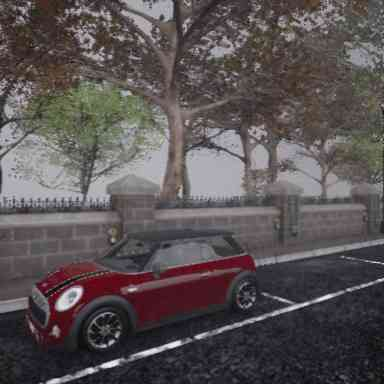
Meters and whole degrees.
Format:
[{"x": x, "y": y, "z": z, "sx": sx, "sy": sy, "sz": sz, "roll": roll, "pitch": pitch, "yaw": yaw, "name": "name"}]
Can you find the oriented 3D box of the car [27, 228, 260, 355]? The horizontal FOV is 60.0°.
[{"x": -0.720, "y": 1.449, "z": 6.045, "sx": 4.097, "sy": 1.590, "sz": 1.967, "roll": 0, "pitch": 0, "yaw": -35, "name": "car"}]
